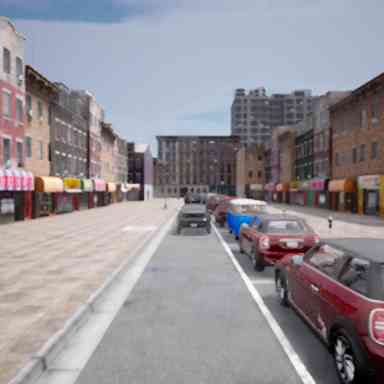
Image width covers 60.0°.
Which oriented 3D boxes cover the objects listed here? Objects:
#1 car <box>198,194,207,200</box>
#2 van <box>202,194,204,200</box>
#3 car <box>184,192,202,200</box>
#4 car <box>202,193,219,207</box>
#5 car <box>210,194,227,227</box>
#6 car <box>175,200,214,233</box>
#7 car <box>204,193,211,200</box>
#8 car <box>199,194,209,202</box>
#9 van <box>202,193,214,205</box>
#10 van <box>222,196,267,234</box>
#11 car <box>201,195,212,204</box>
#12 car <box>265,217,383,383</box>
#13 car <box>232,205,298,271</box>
[{"bbox_3d":[2.605,1.241,81.883,2.008,1.369,4.403,0,0,0],"label":"car"},{"bbox_3d":[2.619,1.174,43.554,1.690,1.788,3.998,0,0,0],"label":"van"},{"bbox_3d":[0.078,1.054,43.854,2.150,2.045,5.566,0,0,1],"label":"car"},{"bbox_3d":[2.617,1.128,49.029,2.192,1.841,5.009,0,0,0],"label":"car"},{"bbox_3d":[2.625,1.229,21.650,2.192,1.841,5.009,0,0,0],"label":"car"},{"bbox_3d":[0.093,1.427,19.285,1.837,1.490,4.892,0,0,0],"label":"car"},{"bbox_3d":[2.622,1.188,32.603,2.192,1.841,5.009,0,0,0],"label":"car"},{"bbox_3d":[2.609,1.171,70.932,1.967,1.590,4.097,0,0,0],"label":"car"},{"bbox_3d":[2.615,1.134,54.505,1.690,1.788,3.998,0,0,0],"label":"van"},{"bbox_3d":[2.629,1.276,16.177,1.690,1.788,3.998,0,0,0],"label":"van"},{"bbox_3d":[2.613,1.297,60.151,1.752,1.417,4.829,0,0,0],"label":"car"},{"bbox_3d":[2.633,1.418,5.227,1.967,1.590,4.097,0,0,0],"label":"car"},{"bbox_3d":[2.631,1.396,10.702,1.967,1.590,4.097,0,0,0],"label":"car"}]
